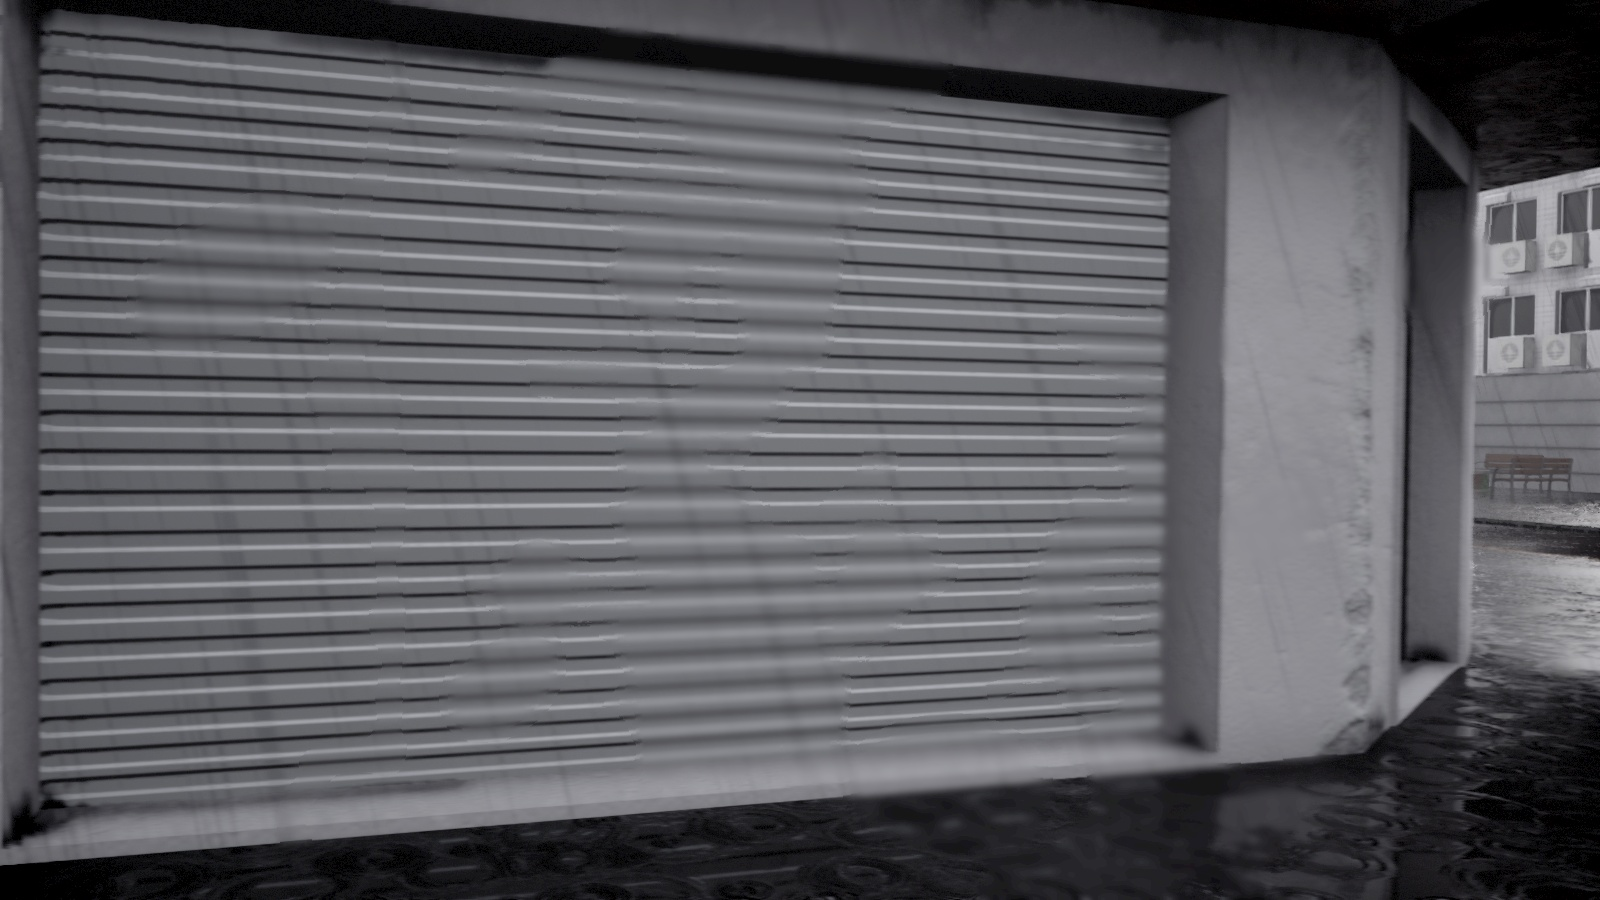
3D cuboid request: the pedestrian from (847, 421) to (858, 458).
[{"bbox_3d":[2.608,-0.516,62.630,0.331,1.846,0.634,-1,1,-20],"label":"pedestrian"}]
